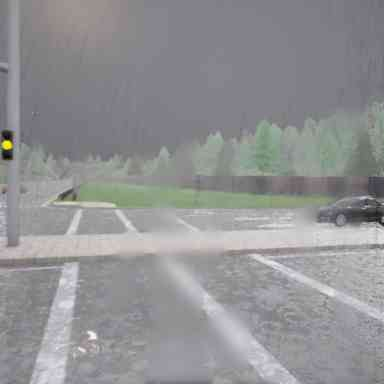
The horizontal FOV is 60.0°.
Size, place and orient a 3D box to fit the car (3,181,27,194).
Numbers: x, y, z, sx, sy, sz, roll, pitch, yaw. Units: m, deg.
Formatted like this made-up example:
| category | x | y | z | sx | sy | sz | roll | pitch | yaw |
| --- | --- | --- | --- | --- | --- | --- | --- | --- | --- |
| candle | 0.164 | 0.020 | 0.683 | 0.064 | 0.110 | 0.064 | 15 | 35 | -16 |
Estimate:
| category | x | y | z | sx | sy | sz | roll | pitch | yaw |
| --- | --- | --- | --- | --- | --- | --- | --- | --- | --- |
| car | -23.034 | -0.665 | 43.388 | 2.097 | 1.767 | 4.553 | 1 | 2 | -17 |

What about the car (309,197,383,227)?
| category | x | y | z | sx | sy | sz | roll | pitch | yaw |
| --- | --- | --- | --- | --- | --- | --- | --- | --- | --- |
| car | 8.829 | 1.029 | 18.329 | 4.892 | 1.490 | 1.837 | 1 | 2 | -16 |
